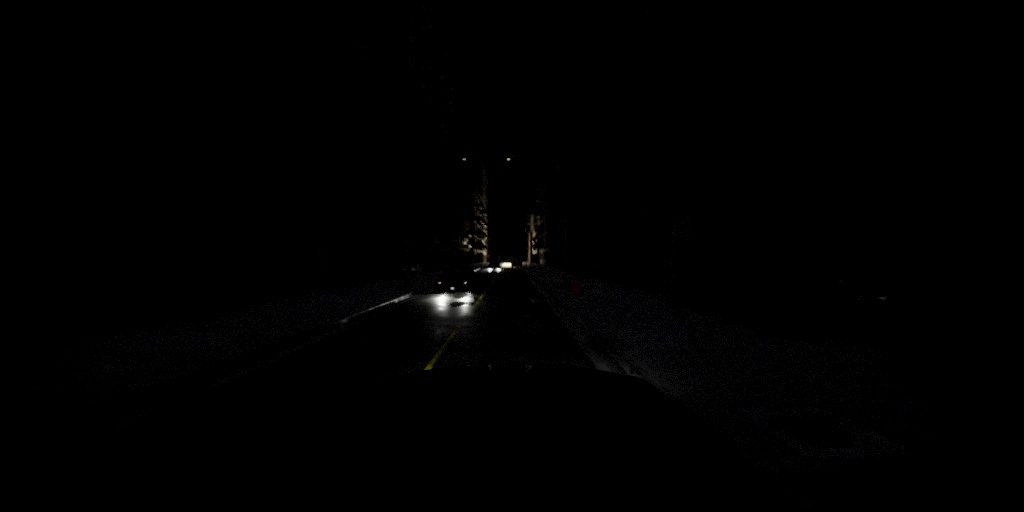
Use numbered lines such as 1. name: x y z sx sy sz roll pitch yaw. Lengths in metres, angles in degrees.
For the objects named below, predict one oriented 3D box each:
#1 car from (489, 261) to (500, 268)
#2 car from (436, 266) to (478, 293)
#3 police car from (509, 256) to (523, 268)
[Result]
1. car: -3.020 1.439 62.039 1.895 1.301 4.718 0 0 1
2. car: -3.100 1.303 21.296 2.033 1.411 5.357 0 0 0
3. police car: 0.903 1.272 64.829 1.930 1.638 5.238 0 0 0
